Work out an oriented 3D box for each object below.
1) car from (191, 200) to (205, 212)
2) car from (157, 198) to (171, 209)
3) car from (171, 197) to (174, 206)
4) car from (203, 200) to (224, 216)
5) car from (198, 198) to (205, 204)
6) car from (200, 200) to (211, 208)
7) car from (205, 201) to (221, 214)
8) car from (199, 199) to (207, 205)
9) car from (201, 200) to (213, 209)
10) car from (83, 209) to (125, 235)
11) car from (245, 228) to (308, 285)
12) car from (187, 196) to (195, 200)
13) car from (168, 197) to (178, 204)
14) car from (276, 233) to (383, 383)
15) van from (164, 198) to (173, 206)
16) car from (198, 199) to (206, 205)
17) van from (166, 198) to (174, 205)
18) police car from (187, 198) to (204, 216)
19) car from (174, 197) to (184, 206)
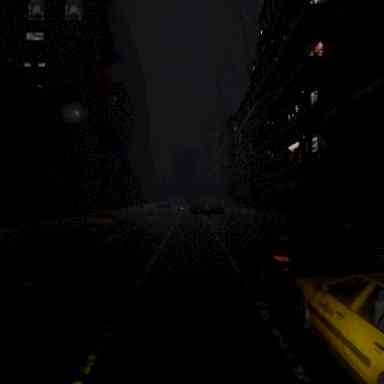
[{"bbox_3d":[0.840,1.988,47.780,1.882,1.535,5.008,0,-1,0],"label":"car"},{"bbox_3d":[-5.277,2.175,59.126,1.752,1.417,4.829,2,-1,0],"label":"car"},{"bbox_3d":[-5.270,2.036,64.829,2.192,1.841,5.009,2,-1,0],"label":"car"},{"bbox_3d":[2.596,1.930,37.109,1.887,1.381,4.507,1,-1,0],"label":"car"},{"bbox_3d":[2.622,2.533,92.414,1.967,1.590,4.097,1,-1,0],"label":"car"},{"bbox_3d":[2.604,2.271,64.761,2.008,1.369,4.403,1,-1,0],"label":"car"},{"bbox_3d":[2.598,1.976,42.811,1.752,1.417,4.829,1,-1,0],"label":"car"},{"bbox_3d":[2.609,2.483,81.352,1.887,1.381,4.507,1,-1,0],"label":"car"},{"bbox_3d":[2.602,2.196,59.230,1.887,1.381,4.507,1,-1,0],"label":"car"},{"bbox_3d":[-5.287,1.729,20.421,1.752,1.417,4.829,2,-1,0],"label":"car"},{"bbox_3d":[2.587,1.674,9.461,1.802,1.307,4.206,1,-1,0],"label":"car"},{"bbox_3d":[0.023,1.963,73.531,2.150,2.045,5.566,0,-1,0],"label":"car"},{"bbox_3d":[-5.263,2.409,92.478,2.192,1.841,5.009,1,-1,0],"label":"car"},{"bbox_3d":[2.587,1.566,4.102,1.752,1.417,4.829,2,-1,0],"label":"car"},{"bbox_3d":[-5.267,2.205,75.887,1.690,1.788,3.998,2,-1,0],"label":"van"},{"bbox_3d":[2.611,2.559,86.881,1.887,1.381,4.507,1,-1,0],"label":"car"},{"bbox_3d":[-5.267,2.280,81.418,1.690,1.788,3.998,1,-1,0],"label":"van"},{"bbox_3d":[0.721,1.819,37.886,1.930,1.638,5.238,0,-1,0],"label":"police car"},{"bbox_3d":[-2.728,2.350,71.065,1.994,1.385,4.181,0,-1,0],"label":"car"}]
